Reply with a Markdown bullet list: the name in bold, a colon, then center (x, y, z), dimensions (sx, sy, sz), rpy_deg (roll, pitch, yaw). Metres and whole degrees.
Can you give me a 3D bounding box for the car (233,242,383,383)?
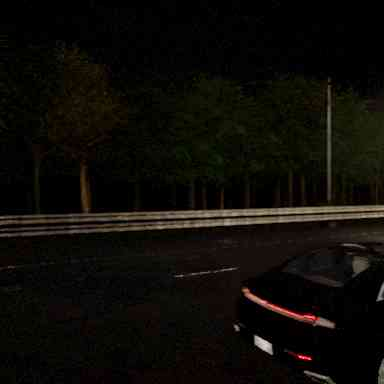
- **car**: center (2.932, 1.524, 4.942), dimensions (4.902, 1.511, 2.128), rpy_deg (0, 0, -29)
